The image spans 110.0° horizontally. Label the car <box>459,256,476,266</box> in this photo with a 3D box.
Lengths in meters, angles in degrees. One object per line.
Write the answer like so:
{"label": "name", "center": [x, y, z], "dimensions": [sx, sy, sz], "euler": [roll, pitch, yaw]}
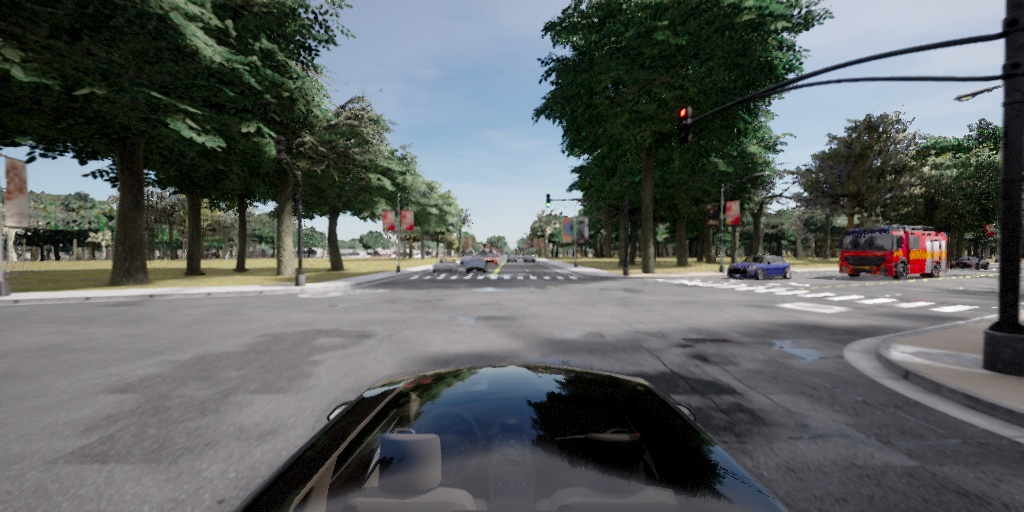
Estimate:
{"label": "car", "center": [-6.513, 0.678, 52.779], "dimensions": [1.812, 1.442, 4.674], "euler": [0, 0, 0]}

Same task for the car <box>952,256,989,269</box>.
{"label": "car", "center": [50.130, 0.736, 39.344], "dimensions": [4.181, 1.385, 1.994], "euler": [0, 1, -23]}

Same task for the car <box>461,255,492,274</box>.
{"label": "car", "center": [-3.316, 0.908, 34.619], "dimensions": [2.033, 1.411, 5.357], "euler": [0, 1, 0]}

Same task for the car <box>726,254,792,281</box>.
{"label": "car", "center": [17.455, 0.742, 25.376], "dimensions": [4.553, 1.767, 2.097], "euler": [0, 1, -23]}

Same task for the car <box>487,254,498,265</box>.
{"label": "car", "center": [-3.257, 0.478, 55.106], "dimensions": [2.097, 1.767, 4.553], "euler": [0, 1, 1]}

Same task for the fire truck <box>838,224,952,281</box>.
{"label": "fire truck", "center": [27.950, -0.284, 26.249], "dimensions": [8.468, 3.827, 2.891], "euler": [0, 1, -23]}

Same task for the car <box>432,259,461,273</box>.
{"label": "car", "center": [-6.571, 0.950, 35.692], "dimensions": [1.895, 1.301, 4.718], "euler": [0, 1, 0]}
